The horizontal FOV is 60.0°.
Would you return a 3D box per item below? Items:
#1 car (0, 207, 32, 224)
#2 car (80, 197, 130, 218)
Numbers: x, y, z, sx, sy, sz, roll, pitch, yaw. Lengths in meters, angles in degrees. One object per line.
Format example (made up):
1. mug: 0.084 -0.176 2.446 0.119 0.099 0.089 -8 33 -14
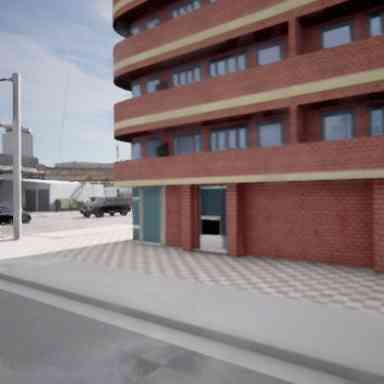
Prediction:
1. car: -14.940 1.898 26.166 1.994 1.385 4.181 -1 0 34
2. car: -8.985 1.555 34.874 2.150 2.045 5.566 -1 0 35
